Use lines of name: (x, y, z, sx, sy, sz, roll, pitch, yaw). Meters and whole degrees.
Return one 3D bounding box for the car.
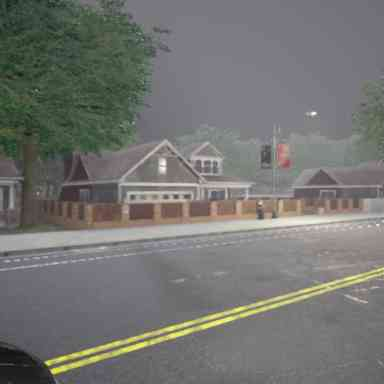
car: (-3.039, 1.492, 1.264, 4.902, 1.511, 2.128, 0, 0, -36)
